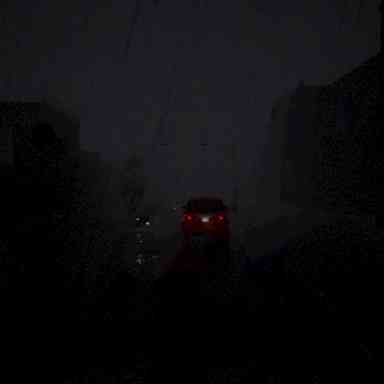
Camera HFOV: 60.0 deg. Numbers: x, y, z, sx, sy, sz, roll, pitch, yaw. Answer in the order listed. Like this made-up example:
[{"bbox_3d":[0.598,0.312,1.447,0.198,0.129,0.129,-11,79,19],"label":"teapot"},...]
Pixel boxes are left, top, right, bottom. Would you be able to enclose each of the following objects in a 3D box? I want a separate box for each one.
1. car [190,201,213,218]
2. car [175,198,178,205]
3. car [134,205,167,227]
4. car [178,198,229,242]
[{"bbox_3d":[0.951,1.664,33.433,2.128,1.511,4.902,0,0,1],"label":"car"},{"bbox_3d":[-2.296,1.912,65.204,1.895,1.301,4.718,0,0,1],"label":"car"},{"bbox_3d":[-2.843,1.669,24.188,2.033,1.411,5.357,0,0,1],"label":"car"},{"bbox_3d":[0.666,1.311,17.007,2.150,2.045,5.566,0,0,2],"label":"car"}]
